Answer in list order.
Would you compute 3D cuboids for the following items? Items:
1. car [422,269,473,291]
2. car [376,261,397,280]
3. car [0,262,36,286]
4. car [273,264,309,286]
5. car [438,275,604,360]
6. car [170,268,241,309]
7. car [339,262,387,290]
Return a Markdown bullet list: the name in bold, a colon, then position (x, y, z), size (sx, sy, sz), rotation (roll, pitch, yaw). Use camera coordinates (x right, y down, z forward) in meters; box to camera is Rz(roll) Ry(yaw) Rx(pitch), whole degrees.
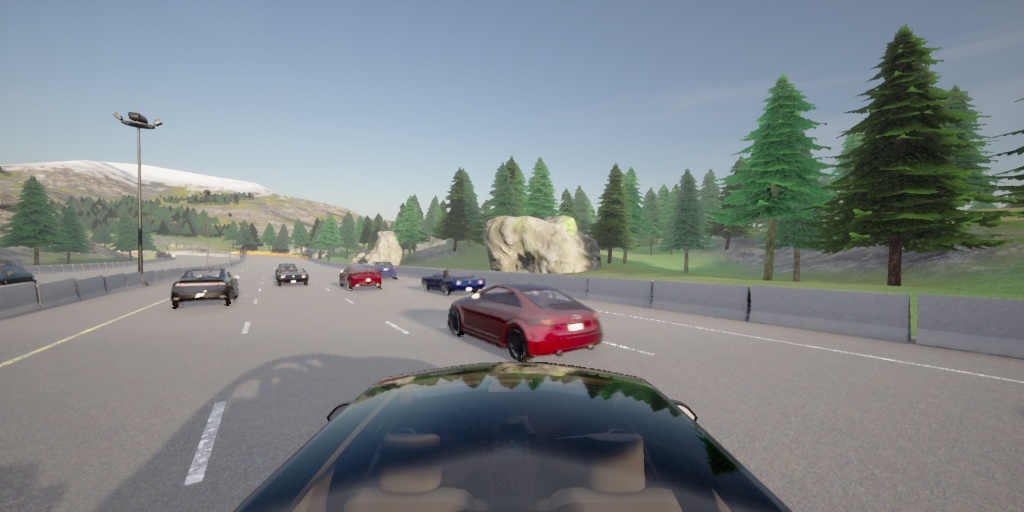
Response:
- **car**: position (-3.402, 1.393, 19.895), size (1.895, 1.301, 4.718), rotation (0, 0, -34)
- **car**: position (-12.158, 1.268, 32.907), size (2.097, 1.767, 4.553), rotation (0, -1, -34)
- **car**: position (-28.784, 1.223, 19.662), size (2.097, 1.767, 4.553), rotation (0, -1, -34)
- **car**: position (-16.235, 1.479, 26.428), size (1.895, 1.301, 4.718), rotation (0, -1, -34)
- **car**: position (0.087, 1.317, 8.442), size (1.994, 1.385, 4.181), rotation (0, 0, -34)
- **car**: position (-13.068, 1.280, 15.452), size (2.128, 1.511, 4.902), rotation (0, 0, -34)
- **car**: position (-9.901, 1.307, 23.285), size (1.882, 1.535, 5.008), rotation (0, -1, -34)
